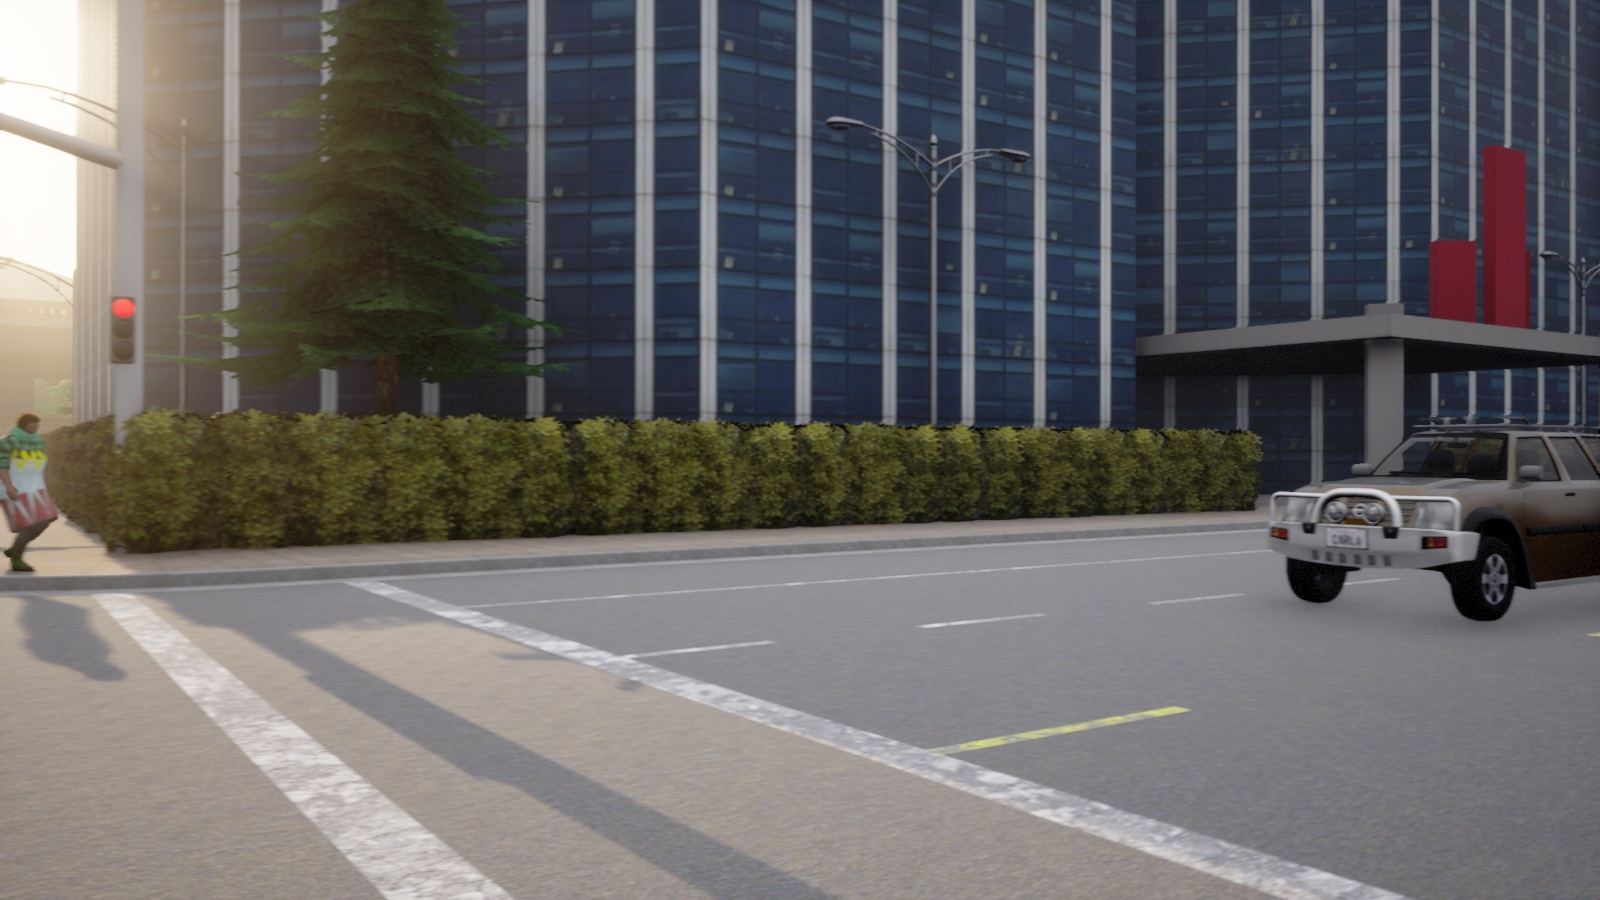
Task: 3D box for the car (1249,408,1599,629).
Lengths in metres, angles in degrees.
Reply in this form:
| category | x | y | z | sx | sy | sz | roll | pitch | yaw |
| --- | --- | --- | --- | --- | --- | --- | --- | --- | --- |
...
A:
| category | x | y | z | sx | sy | sz | roll | pitch | yaw |
| --- | --- | --- | --- | --- | --- | --- | --- | --- | --- |
| car | 6.782 | 0.578 | 12.642 | 4.605 | 1.855 | 1.932 | 0 | 0 | -35 |

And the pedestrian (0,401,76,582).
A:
| category | x | y | z | sx | sy | sz | roll | pitch | yaw |
| --- | --- | --- | --- | --- | --- | --- | --- | --- | --- |
| pedestrian | -8.707 | 0.452 | 13.998 | 0.873 | 1.952 | 0.659 | 0 | 0 | 8 |
